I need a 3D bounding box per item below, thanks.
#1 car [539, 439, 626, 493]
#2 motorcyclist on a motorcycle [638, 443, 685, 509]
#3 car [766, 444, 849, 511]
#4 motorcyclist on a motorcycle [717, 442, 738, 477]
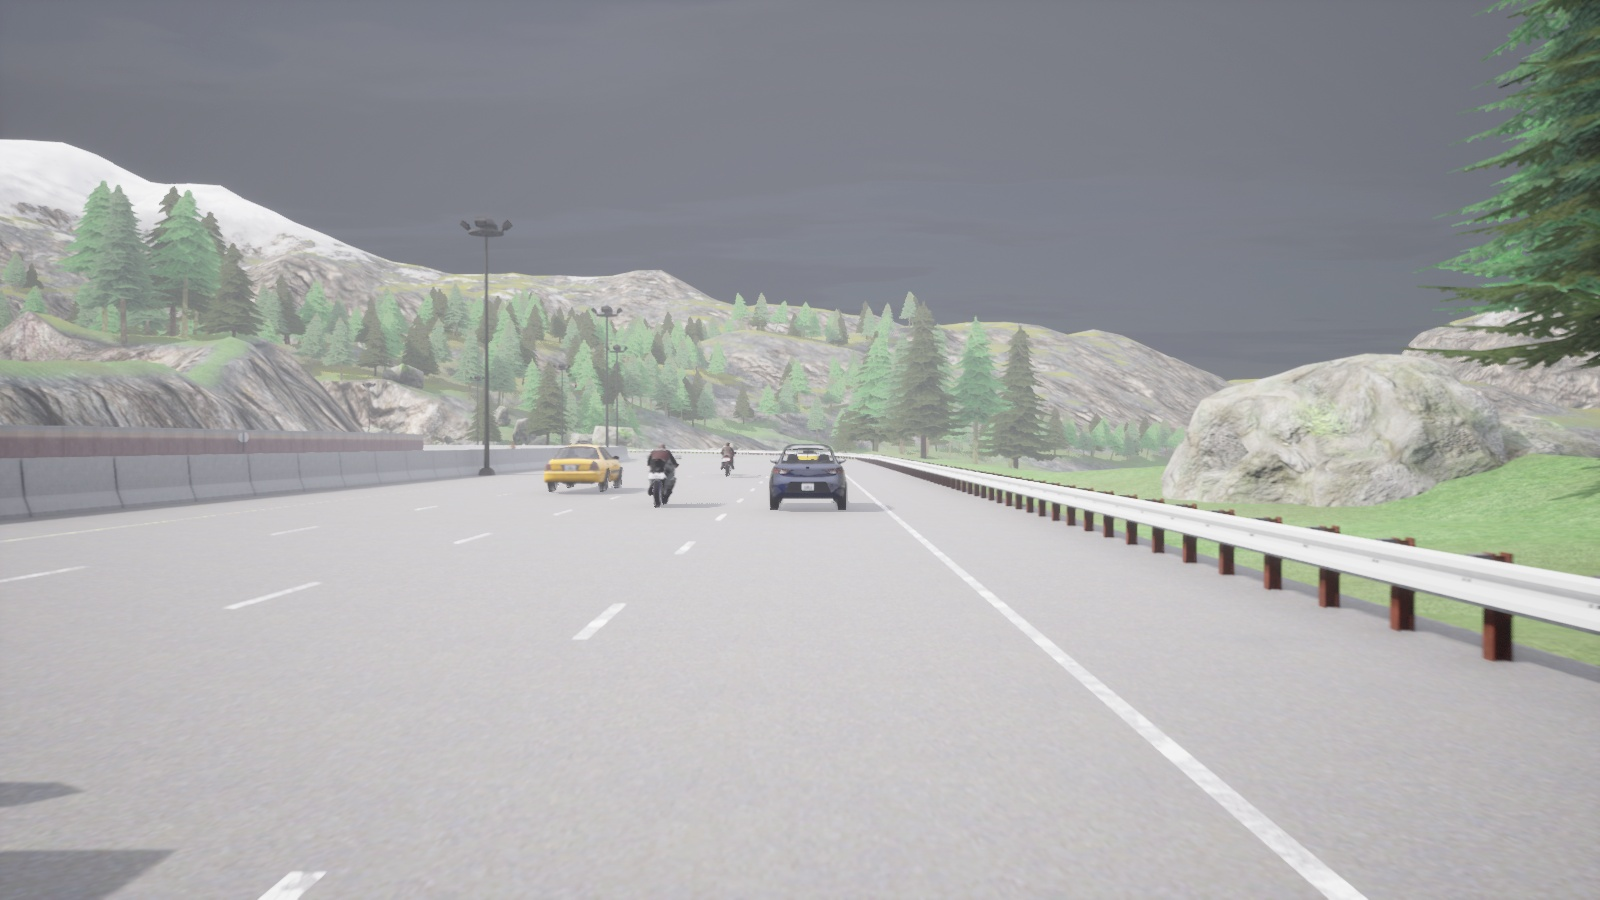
[{"bbox_3d":[-6.757,0.454,39.559,1.801,1.575,5.366,0,0,0],"label":"car"},{"bbox_3d":[-3.311,0.606,30.204,0.866,1.530,2.191,0,0,0],"label":"motorcyclist on a motorcycle"},{"bbox_3d":[0.185,0.592,29.586,1.816,1.474,4.193,0,0,0],"label":"car"},{"bbox_3d":[-3.167,0.410,55.367,0.797,1.523,2.044,0,0,0],"label":"motorcyclist on a motorcycle"}]
